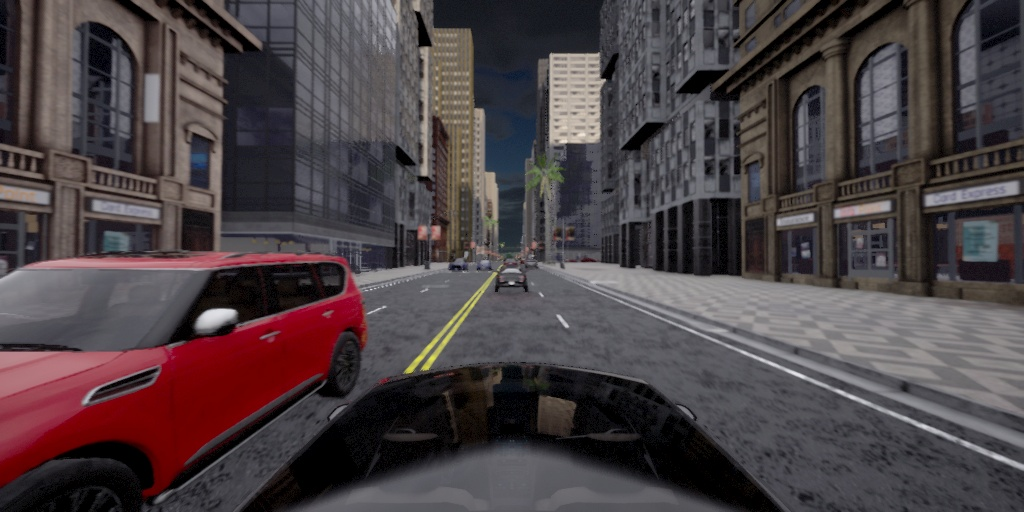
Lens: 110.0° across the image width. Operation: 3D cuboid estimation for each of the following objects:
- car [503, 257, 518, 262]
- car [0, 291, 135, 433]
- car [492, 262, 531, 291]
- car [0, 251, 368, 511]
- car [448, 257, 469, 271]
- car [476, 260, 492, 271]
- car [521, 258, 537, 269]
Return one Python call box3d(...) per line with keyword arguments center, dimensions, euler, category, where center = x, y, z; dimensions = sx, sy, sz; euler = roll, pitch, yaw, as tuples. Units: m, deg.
box3d(center=(-0.232, 1.067, 52.695), dimensions=(2.097, 1.767, 4.553), euler=(0, 0, 0), category="car")
box3d(center=(-6.618, 1.259, 3.096), dimensions=(1.812, 1.442, 4.674), euler=(0, 0, 0), category="car")
box3d(center=(-0.034, 1.261, 21.450), dimensions=(1.812, 1.442, 4.674), euler=(0, 0, 0), category="car")
box3d(center=(-3.370, 0.963, 3.559), dimensions=(2.150, 2.045, 5.566), euler=(0, 0, 0), category="car")
box3d(center=(-6.863, 1.047, 46.306), dimensions=(2.097, 1.767, 4.553), euler=(0, 0, 0), category="car")
box3d(center=(-3.620, 1.229, 47.444), dimensions=(1.812, 1.442, 4.674), euler=(0, 0, 0), category="car")
box3d(center=(2.989, 1.219, 57.333), dimensions=(2.128, 1.511, 4.902), euler=(0, 0, 0), category="car")
